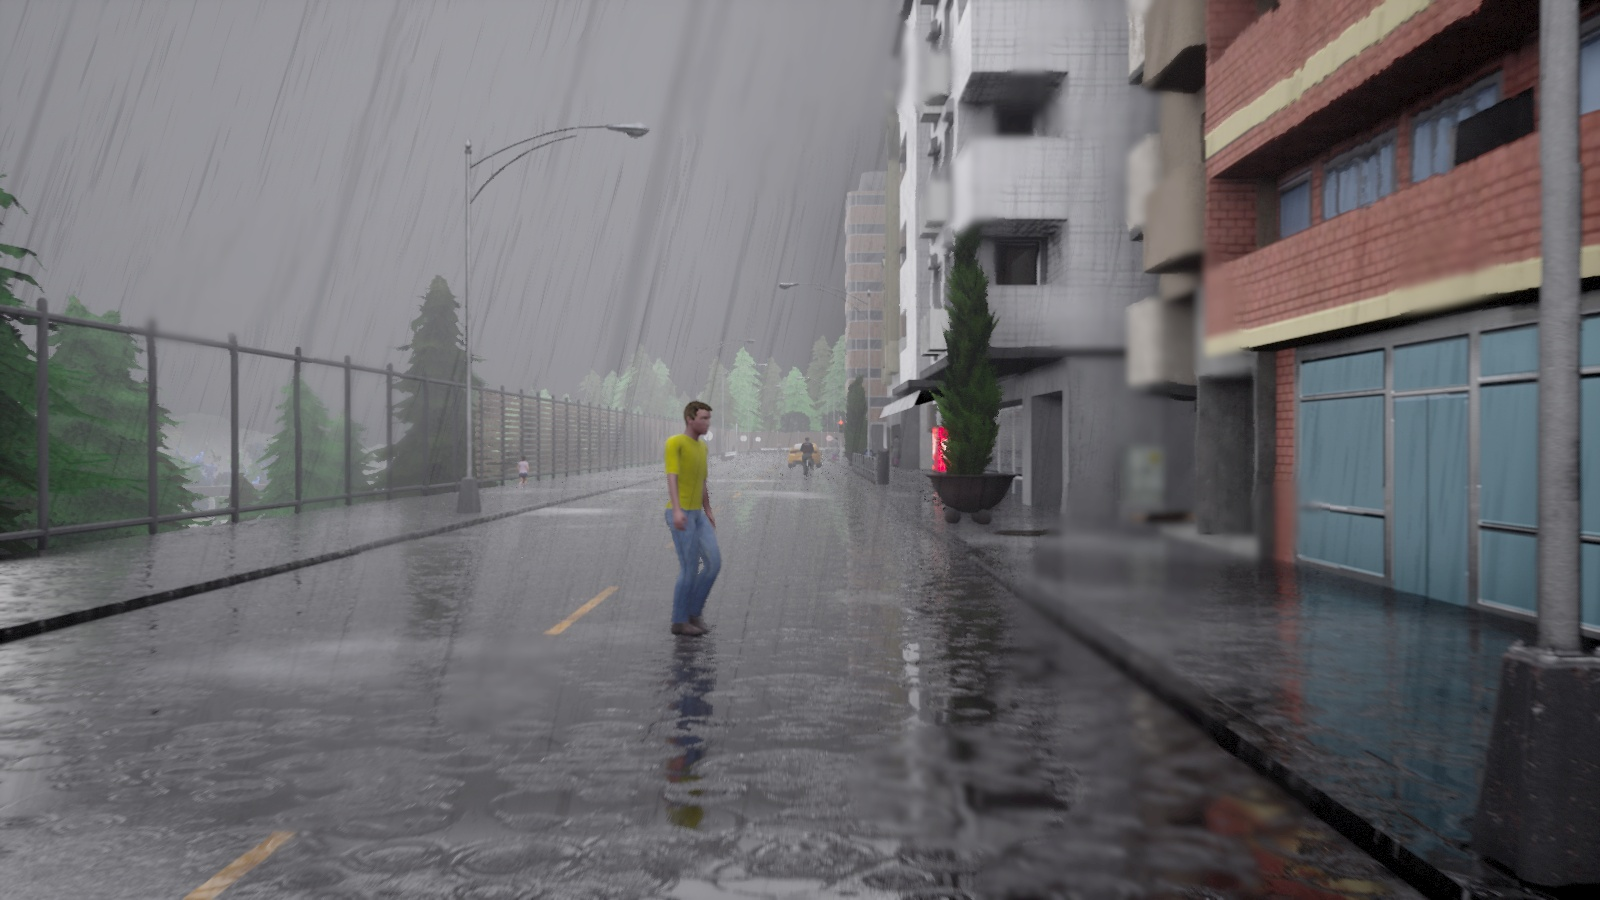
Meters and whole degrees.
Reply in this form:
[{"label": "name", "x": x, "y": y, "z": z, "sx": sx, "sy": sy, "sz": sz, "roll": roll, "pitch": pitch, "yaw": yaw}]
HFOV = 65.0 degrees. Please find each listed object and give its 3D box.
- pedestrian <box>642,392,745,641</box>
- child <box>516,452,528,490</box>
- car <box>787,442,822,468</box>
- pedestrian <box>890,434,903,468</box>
[{"label": "pedestrian", "x": -0.812, "y": 0.486, "z": 9.560, "sx": 0.706, "sy": 1.836, "sz": 0.354, "roll": 0, "pitch": 0, "yaw": 27}, {"label": "child", "x": -8.237, "y": 0.620, "z": 37.252, "sx": 0.255, "sy": 1.110, "sz": 0.394, "roll": 0, "pitch": 0, "yaw": 1}, {"label": "car", "x": 0.336, "y": 0.294, "z": 76.347, "sx": 1.882, "sy": 1.535, "sz": 5.008, "roll": 0, "pitch": 0, "yaw": 3}, {"label": "pedestrian", "x": 5.578, "y": 0.052, "z": 72.561, "sx": 0.659, "sy": 1.952, "sz": 0.873, "roll": 0, "pitch": 0, "yaw": -1}]
